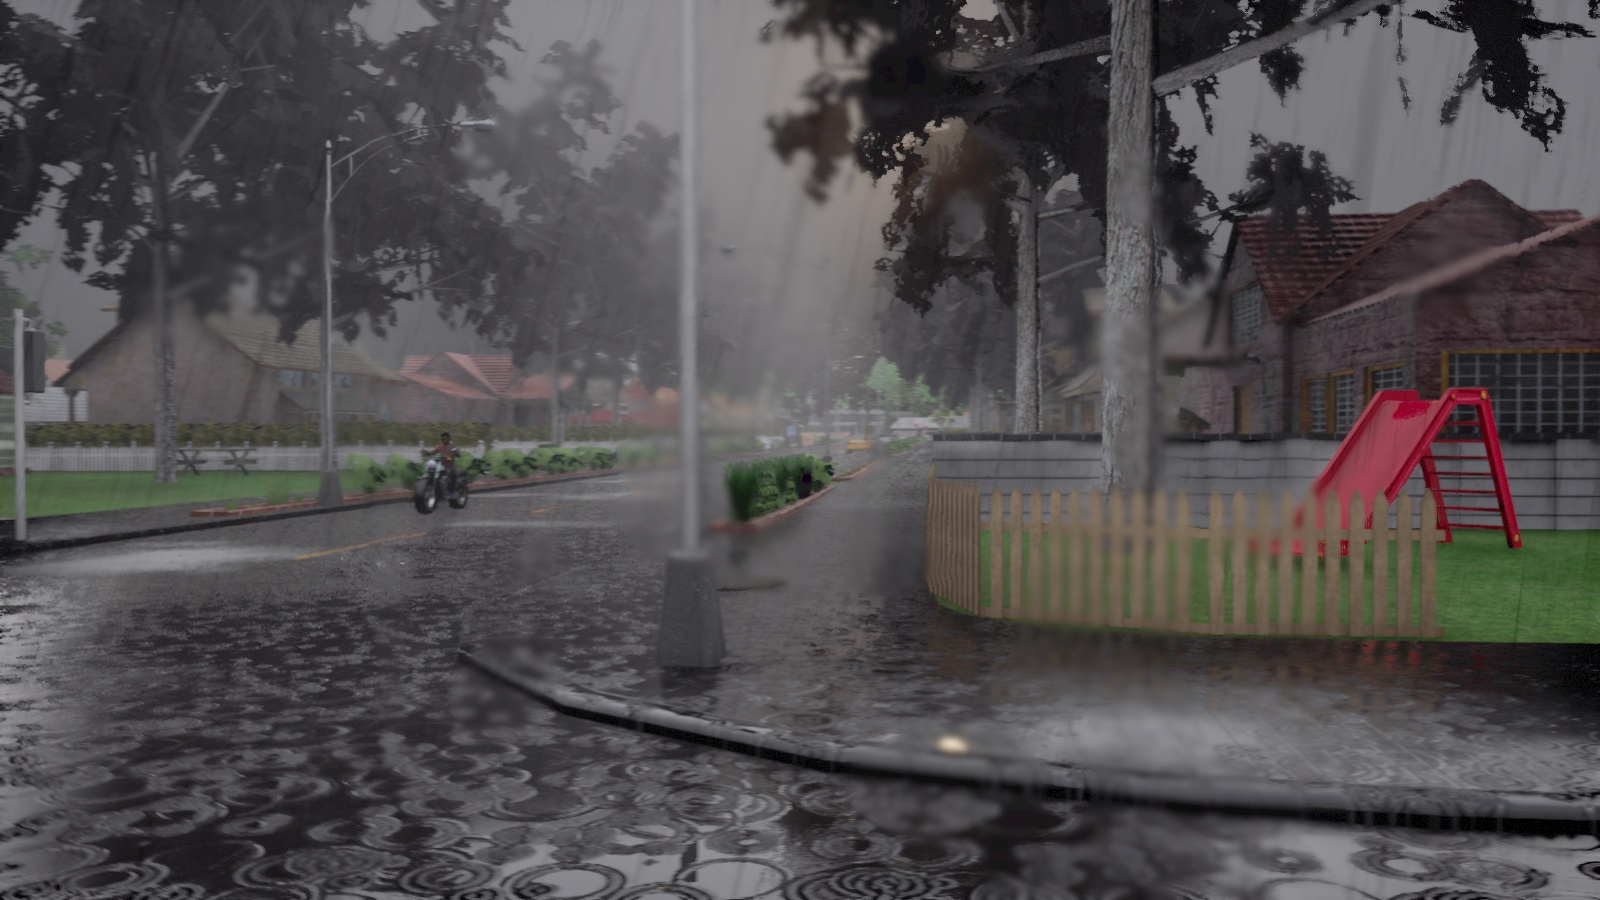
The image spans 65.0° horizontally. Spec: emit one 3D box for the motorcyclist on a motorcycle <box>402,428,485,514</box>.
[{"bbox_3d":[-7.192,0.386,25.453,0.766,1.649,2.350,0,1,7],"label":"motorcyclist on a motorcycle"}]

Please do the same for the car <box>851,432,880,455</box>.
[{"bbox_3d":[4.792,-0.508,91.328,1.801,1.575,5.366,0,1,7],"label":"car"}]
